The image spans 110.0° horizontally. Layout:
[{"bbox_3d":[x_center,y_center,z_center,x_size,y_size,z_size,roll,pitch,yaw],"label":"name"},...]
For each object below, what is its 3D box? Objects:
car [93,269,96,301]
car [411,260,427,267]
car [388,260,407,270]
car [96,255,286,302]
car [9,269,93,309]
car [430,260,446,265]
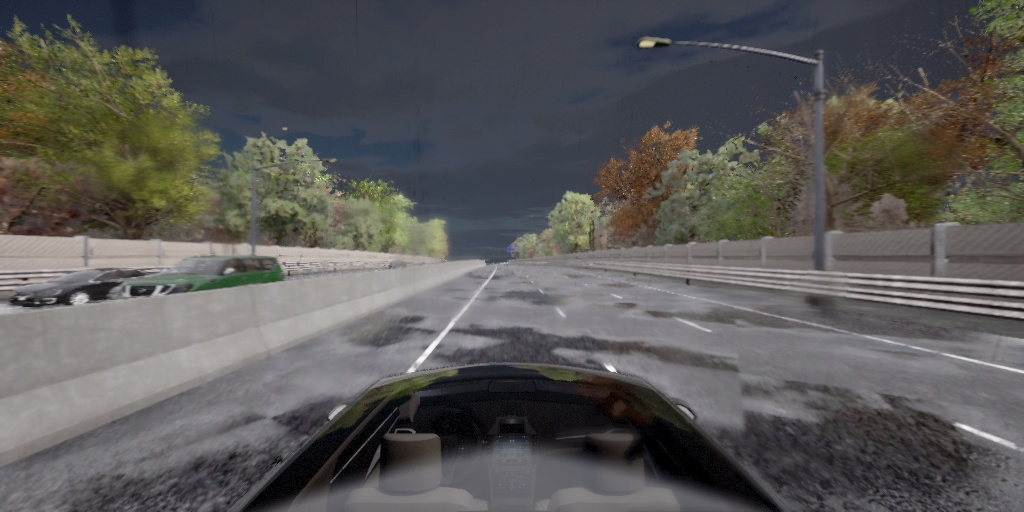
[{"bbox_3d":[-14.142,1.279,15.389,1.837,1.490,4.892,0,0,0],"label":"car"},{"bbox_3d":[-14.867,1.419,57.831,1.812,1.442,4.674,0,-1,-1],"label":"car"},{"bbox_3d":[-18.366,1.400,57.698,1.837,1.490,4.892,0,0,-1],"label":"car"},{"bbox_3d":[-10.628,0.990,12.935,2.150,2.045,5.566,0,0,0],"label":"car"},{"bbox_3d":[-17.643,1.284,15.326,1.837,1.490,4.892,0,0,0],"label":"car"},{"bbox_3d":[-11.302,1.341,55.216,1.882,1.535,5.008,0,0,-1],"label":"car"}]
